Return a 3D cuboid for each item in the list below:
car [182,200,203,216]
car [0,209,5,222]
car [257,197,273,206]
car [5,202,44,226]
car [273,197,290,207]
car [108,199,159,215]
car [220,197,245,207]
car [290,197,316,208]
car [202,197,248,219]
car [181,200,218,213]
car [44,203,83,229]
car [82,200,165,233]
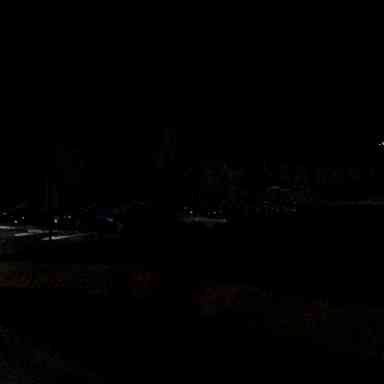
[{"bbox_3d":[1.222,1.593,32.851,1.895,1.301,4.718,0,0,36],"label":"car"},{"bbox_3d":[-12.614,1.515,25.742,1.812,1.442,4.674,0,0,36],"label":"car"},{"bbox_3d":[12.321,1.546,53.873,1.837,1.490,4.892,0,0,36],"label":"car"},{"bbox_3d":[-9.817,1.538,23.636,2.033,1.411,5.357,0,0,36],"label":"car"},{"bbox_3d":[14.616,1.501,51.098,1.837,1.490,4.892,0,0,36],"label":"car"},{"bbox_3d":[-6.016,1.537,34.805,2.033,1.411,5.357,0,0,36],"label":"car"},{"bbox_3d":[6.334,1.515,51.682,1.812,1.442,4.674,0,0,37],"label":"car"},{"bbox_3d":[16.024,1.471,47.125,1.882,1.535,5.008,0,0,37],"label":"car"},{"bbox_3d":[3.286,1.499,29.740,1.837,1.490,4.892,0,0,36],"label":"car"},{"bbox_3d":[0.888,1.592,38.336,1.895,1.301,4.718,0,0,36],"label":"car"},{"bbox_3d":[-6.725,1.484,21.938,2.128,1.511,4.902,0,0,36],"label":"car"},{"bbox_3d":[-3.760,1.472,20.064,1.882,1.535,5.008,0,0,36],"label":"car"}]
